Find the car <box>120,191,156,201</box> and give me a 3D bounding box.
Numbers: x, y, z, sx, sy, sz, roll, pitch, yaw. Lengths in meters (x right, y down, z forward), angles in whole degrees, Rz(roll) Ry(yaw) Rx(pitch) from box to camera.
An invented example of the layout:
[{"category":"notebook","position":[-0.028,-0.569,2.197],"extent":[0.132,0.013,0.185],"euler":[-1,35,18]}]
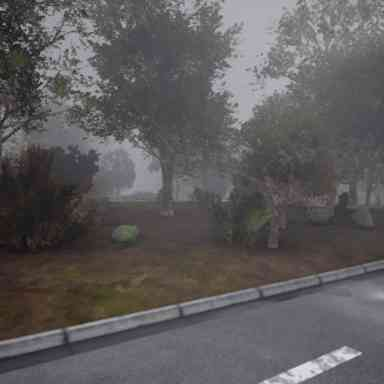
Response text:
[{"category":"car","position":[-6.907,0.589,45.254],"extent":[5.357,1.411,2.033],"euler":[1,0,-32]}]
